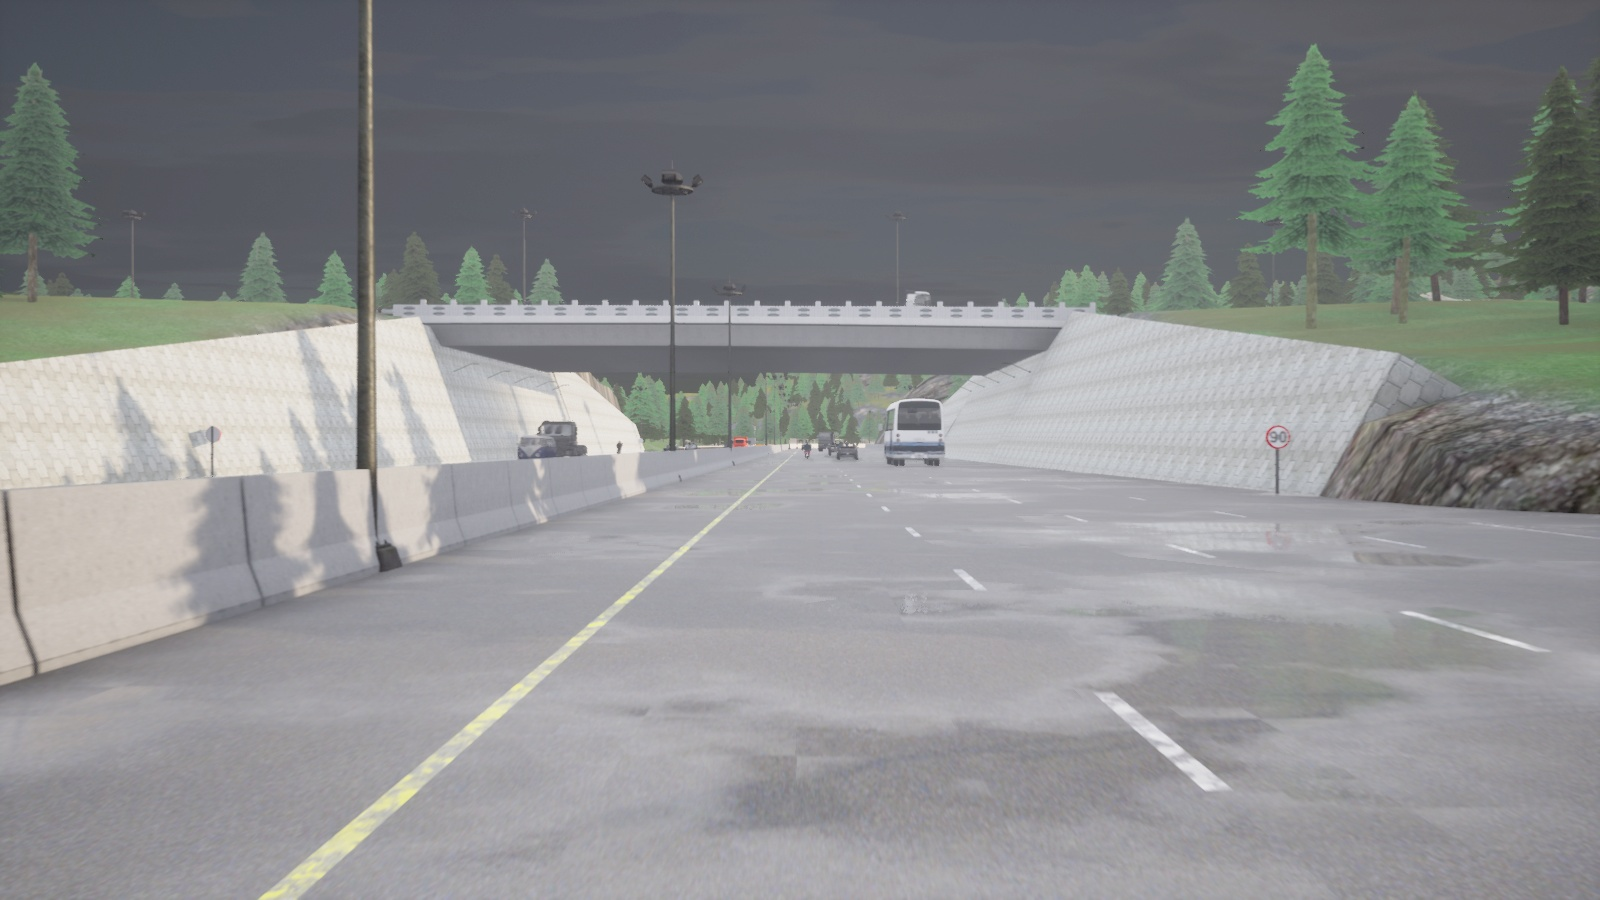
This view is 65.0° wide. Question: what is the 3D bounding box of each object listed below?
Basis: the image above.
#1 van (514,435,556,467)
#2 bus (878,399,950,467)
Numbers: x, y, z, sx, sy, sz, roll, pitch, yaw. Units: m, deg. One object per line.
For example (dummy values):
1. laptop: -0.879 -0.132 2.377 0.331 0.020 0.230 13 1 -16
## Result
1. van: -17.025 0.029 80.935 1.775 1.987 4.442 0 0 0
2. bus: 7.495 -1.098 84.179 3.944 4.253 10.273 0 0 0
